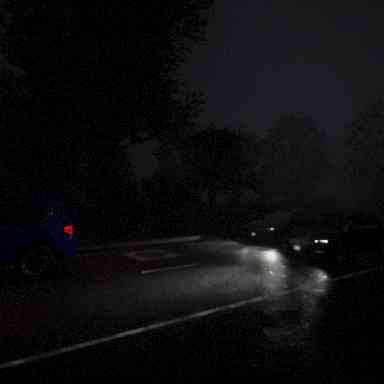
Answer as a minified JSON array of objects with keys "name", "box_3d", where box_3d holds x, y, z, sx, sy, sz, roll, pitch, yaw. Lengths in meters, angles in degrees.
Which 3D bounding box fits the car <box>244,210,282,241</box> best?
[{"name":"car","box_3d":[4.577,1.576,15.819,4.674,1.442,1.812,1,0,-35]}]

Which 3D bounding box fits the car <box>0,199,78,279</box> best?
[{"name":"car","box_3d":[-5.825,1.219,8.436,5.566,2.045,2.150,0,0,-36]}]

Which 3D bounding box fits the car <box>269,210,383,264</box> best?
[{"name":"car","box_3d":[5.372,1.538,12.094,4.902,1.511,2.128,0,0,-35]}]
